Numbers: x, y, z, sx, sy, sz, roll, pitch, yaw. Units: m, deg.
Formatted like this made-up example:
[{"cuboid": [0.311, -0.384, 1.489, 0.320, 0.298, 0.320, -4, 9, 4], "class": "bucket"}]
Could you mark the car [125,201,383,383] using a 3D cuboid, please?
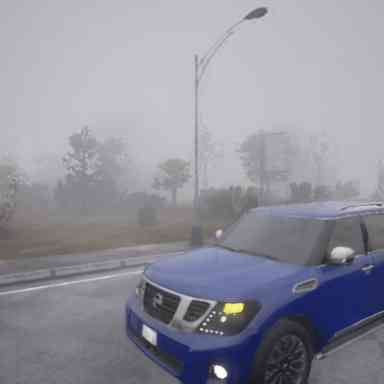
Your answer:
[{"cuboid": [1.783, 1.200, 5.257, 5.566, 2.045, 2.150, 0, 0, -35], "class": "car"}]
